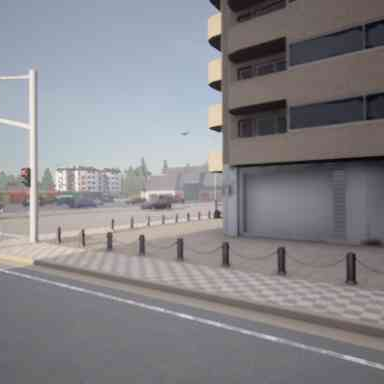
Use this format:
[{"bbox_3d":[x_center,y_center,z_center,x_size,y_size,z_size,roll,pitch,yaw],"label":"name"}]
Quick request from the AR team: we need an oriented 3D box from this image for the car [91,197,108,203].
[{"bbox_3d":[-24.201,2.103,86.882,1.970,1.475,3.806,-1,0,35],"label":"car"}]

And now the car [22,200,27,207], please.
[{"bbox_3d":[-34.306,2.074,72.634,1.784,1.438,3.905,-1,0,35],"label":"car"}]

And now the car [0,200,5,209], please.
[{"bbox_3d":[-31.609,1.975,52.220,1.970,1.475,3.806,-1,0,35],"label":"car"}]

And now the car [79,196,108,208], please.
[{"bbox_3d":[-18.158,1.918,61.187,1.970,1.475,3.806,-1,0,35],"label":"car"}]

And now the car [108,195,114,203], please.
[{"bbox_3d":[-21.850,1.836,85.197,1.905,1.878,3.866,-1,0,35],"label":"car"}]

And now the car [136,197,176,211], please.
[{"bbox_3d":[-4.919,1.790,45.764,1.882,1.535,5.008,-1,0,35],"label":"car"}]

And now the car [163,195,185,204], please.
[{"bbox_3d":[-3.507,1.621,72.137,1.932,1.855,4.605,-1,0,35],"label":"car"}]

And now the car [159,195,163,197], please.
[{"bbox_3d":[-5.835,1.651,73.858,1.905,1.878,3.866,-1,0,35],"label":"car"}]

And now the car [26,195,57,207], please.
[{"bbox_3d":[-31.984,1.836,70.905,1.932,1.855,4.605,-1,0,35],"label":"car"}]
